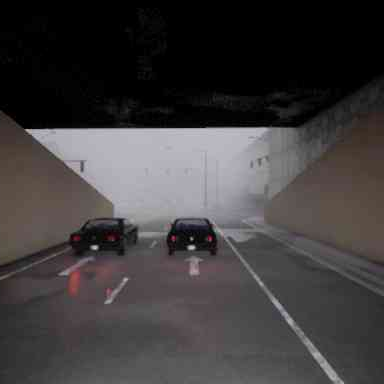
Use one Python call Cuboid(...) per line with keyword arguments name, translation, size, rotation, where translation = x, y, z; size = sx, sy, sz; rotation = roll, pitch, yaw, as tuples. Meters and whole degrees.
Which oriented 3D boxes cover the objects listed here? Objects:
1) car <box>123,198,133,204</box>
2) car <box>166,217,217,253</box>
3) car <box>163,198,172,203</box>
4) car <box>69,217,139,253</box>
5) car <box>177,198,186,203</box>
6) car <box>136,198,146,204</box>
Cuboid(name="car", translation=(-16.657, 2.330, 86.591), size=(2.128, 1.511, 4.902), rotation=(0, -1, 1))
Cuboid(name="car", translation=(-0.006, 1.734, 14.229), size=(1.895, 1.301, 4.718), rotation=(0, 0, 0))
Cuboid(name="car", translation=(-6.209, 2.151, 84.349), size=(1.994, 1.385, 4.181), rotation=(0, -1, 1))
Cuboid(name="car", translation=(-3.506, 1.734, 14.228), size=(1.895, 1.301, 4.718), rotation=(0, 0, 0))
Cuboid(name="car", translation=(-2.710, 2.151, 84.264), size=(1.994, 1.385, 4.181), rotation=(0, -1, 1))
Cuboid(name="car", translation=(-13.158, 2.282, 86.506), size=(1.882, 1.535, 5.008), rotation=(0, -1, 1))
